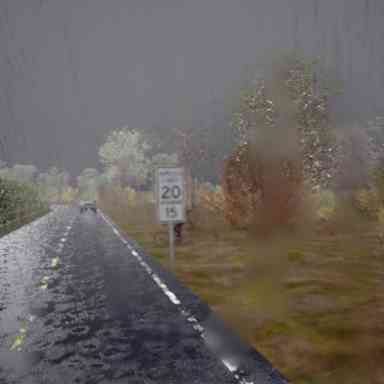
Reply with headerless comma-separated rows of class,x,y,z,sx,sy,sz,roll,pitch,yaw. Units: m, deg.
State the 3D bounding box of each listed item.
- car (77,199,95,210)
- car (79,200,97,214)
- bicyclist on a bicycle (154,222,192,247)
car,-15.908,1.863,49.804,2.033,1.411,5.357,-2,0,-22
car,-12.443,1.760,39.930,1.837,1.490,4.892,-2,0,-18
bicyclist on a bicycle,-0.802,1.457,13.884,1.656,1.620,0.582,-2,0,-18
